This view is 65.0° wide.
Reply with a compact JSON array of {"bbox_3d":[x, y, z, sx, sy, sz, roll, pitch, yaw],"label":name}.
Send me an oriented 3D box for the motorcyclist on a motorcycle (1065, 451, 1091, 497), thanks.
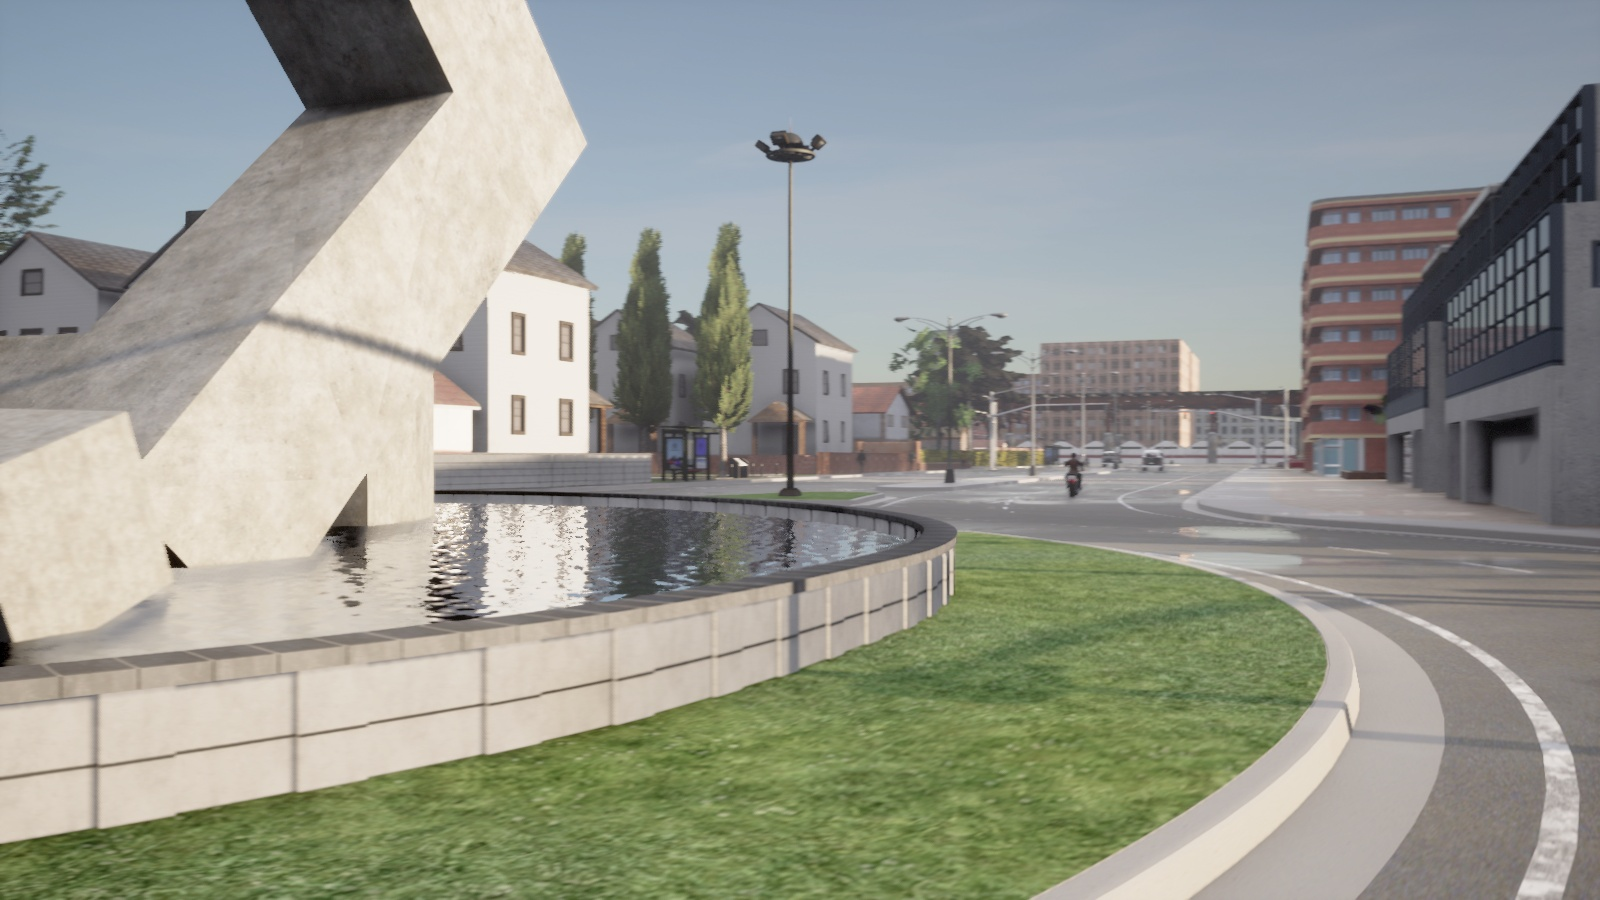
[{"bbox_3d":[10.159,0.855,45.873,0.766,1.649,2.350,0,0,17],"label":"motorcyclist on a motorcycle"}]
